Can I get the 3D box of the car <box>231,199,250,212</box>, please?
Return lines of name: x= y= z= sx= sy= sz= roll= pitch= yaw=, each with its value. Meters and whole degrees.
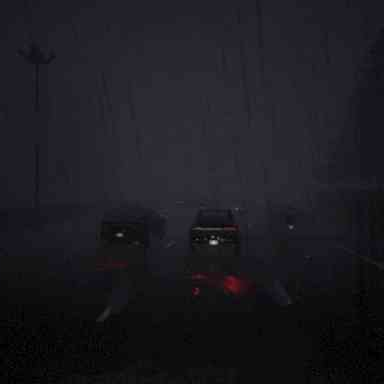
car: x=4.922 y=1.445 z=34.347 sx=1.812 sy=1.442 sz=4.674 roll=0 pitch=0 yaw=15

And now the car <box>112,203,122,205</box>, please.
car: x=-4.711 y=1.459 z=23.180 sx=1.812 sy=1.442 sz=4.674 roll=0 pitch=0 yaw=9

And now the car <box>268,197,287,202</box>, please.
car: x=10.034 y=1.418 z=39.246 sx=1.837 sy=1.490 sz=4.892 roll=0 pitch=0 yaw=17

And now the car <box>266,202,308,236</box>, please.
car: x=5.111 y=1.486 z=18.232 sx=1.812 sy=1.442 sz=4.674 roll=0 pitch=0 yaw=8

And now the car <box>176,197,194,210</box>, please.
car: x=-0.496 y=1.387 z=40.647 sx=2.128 sy=1.511 sz=4.902 roll=0 pitch=0 yaw=17

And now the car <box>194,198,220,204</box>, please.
car: x=1.966 y=1.413 z=36.733 sx=1.837 sy=1.490 sz=4.892 roll=0 pitch=0 yaw=15

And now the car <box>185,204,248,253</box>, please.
car: x=0.971 y=1.458 z=13.501 sx=2.128 sy=1.511 sz=4.902 roll=0 pitch=0 yaw=6

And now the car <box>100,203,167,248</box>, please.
car: x=-2.403 y=1.436 z=14.777 sx=1.882 sy=1.535 sz=5.008 roll=0 pitch=0 yaw=6
